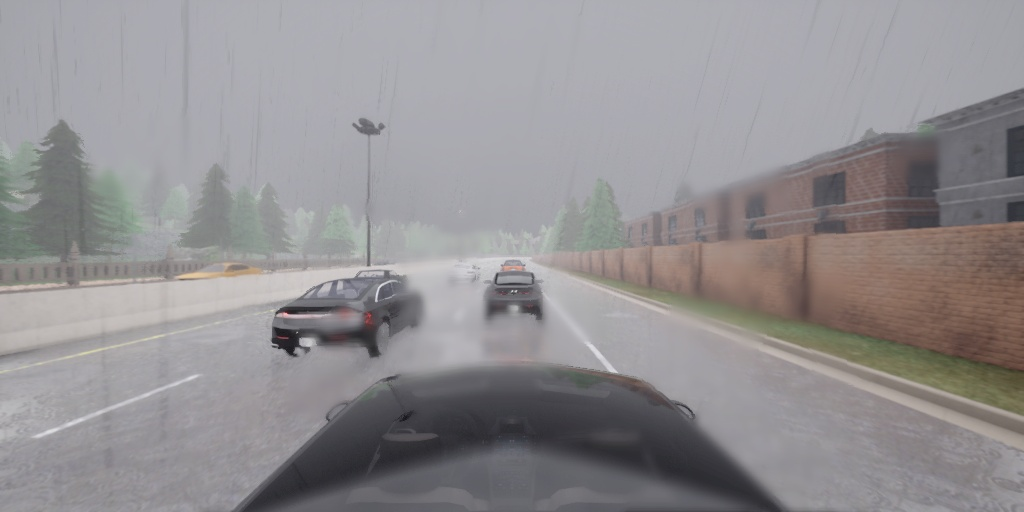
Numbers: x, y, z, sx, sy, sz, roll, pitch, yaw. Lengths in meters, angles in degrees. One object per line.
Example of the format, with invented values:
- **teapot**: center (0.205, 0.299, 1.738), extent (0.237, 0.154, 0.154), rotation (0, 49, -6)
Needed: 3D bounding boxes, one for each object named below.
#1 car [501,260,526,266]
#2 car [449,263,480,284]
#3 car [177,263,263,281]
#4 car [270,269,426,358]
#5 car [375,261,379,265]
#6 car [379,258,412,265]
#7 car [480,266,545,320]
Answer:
- **car**: center (0.096, 1.098, 30.524), extent (2.097, 1.767, 4.553), rotation (0, 0, 0)
- **car**: center (-3.416, 1.272, 26.763), extent (1.812, 1.442, 4.674), rotation (0, 0, 0)
- **car**: center (-17.597, 1.225, 21.864), extent (1.882, 1.535, 5.008), rotation (0, 0, 0)
- **car**: center (-3.402, 1.241, 8.451), extent (2.128, 1.511, 4.902), rotation (0, 0, 0)
- **car**: center (-21.007, 1.309, 59.023), extent (1.994, 1.385, 4.181), rotation (0, 0, 0)
- **car**: center (-14.057, 1.251, 43.539), extent (1.837, 1.490, 4.892), rotation (0, -1, 1)
- **car**: center (0.089, 1.254, 12.556), extent (1.837, 1.490, 4.892), rotation (0, 0, 0)
